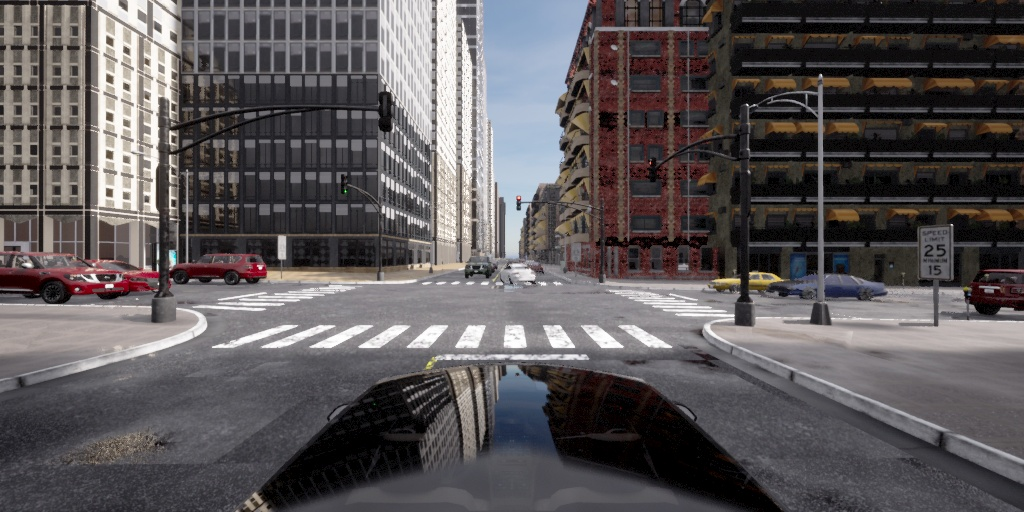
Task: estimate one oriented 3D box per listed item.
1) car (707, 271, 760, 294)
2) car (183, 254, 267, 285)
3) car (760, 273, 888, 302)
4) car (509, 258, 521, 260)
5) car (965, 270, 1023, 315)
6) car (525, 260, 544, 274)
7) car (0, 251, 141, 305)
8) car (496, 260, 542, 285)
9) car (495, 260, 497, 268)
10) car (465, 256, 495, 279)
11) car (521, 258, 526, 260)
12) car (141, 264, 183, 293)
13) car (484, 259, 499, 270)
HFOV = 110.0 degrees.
[{"bbox_3d":[14.645,1.587,22.003,4.829,1.417,1.751,0,0,0],"label":"car"},{"bbox_3d":[-17.695,0.776,21.744,5.009,1.841,2.192,0,0,0],"label":"car"},{"bbox_3d":[16.990,1.642,19.432,5.357,1.411,2.033,1,0,0],"label":"car"},{"bbox_3d":[0.142,1.272,59.201,1.837,1.490,4.892,0,-1,0],"label":"car"},{"bbox_3d":[20.607,1.461,13.703,5.009,1.841,2.192,0,0,0],"label":"car"},{"bbox_3d":[2.770,1.341,41.709,1.802,1.307,4.207,0,0,0],"label":"car"},{"bbox_3d":[-17.567,0.757,13.365,5.009,1.841,2.192,0,0,0],"label":"car"},{"bbox_3d":[0.388,1.302,26.613,1.812,1.442,4.674,-1,1,-14],"label":"car"},{"bbox_3d":[-3.063,1.286,43.688,1.812,1.442,4.674,0,0,0],"label":"car"},{"bbox_3d":[-3.077,0.977,33.614,2.150,2.045,5.566,0,0,0],"label":"car"},{"bbox_3d":[2.729,1.317,54.626,2.007,1.370,4.403,0,0,0],"label":"car"},{"bbox_3d":[-18.151,0.916,15.951,5.008,1.535,1.882,1,0,0],"label":"car"},{"bbox_3d":[-3.051,1.244,53.961,1.882,1.535,5.008,0,0,0],"label":"car"}]
